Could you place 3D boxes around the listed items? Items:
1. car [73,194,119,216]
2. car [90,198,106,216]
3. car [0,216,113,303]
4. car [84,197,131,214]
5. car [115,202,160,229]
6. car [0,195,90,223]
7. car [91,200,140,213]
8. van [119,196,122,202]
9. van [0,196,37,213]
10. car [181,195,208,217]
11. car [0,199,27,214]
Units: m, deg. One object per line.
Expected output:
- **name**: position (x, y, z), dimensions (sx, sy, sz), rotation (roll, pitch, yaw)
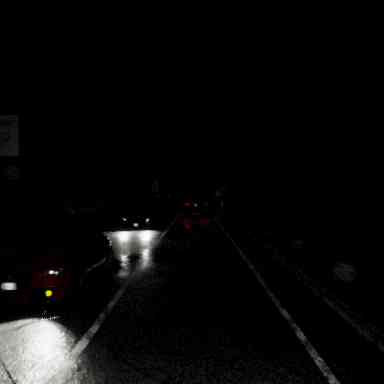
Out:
- **car**: position (-9.222, 1.170, 27.095), dimensions (5.566, 2.045, 2.435), rotation (0, -1, 0)
- **car**: position (-9.205, 1.377, 24.173), dimensions (5.008, 1.535, 2.097), rotation (0, -1, 0)
- **car**: position (-3.268, 1.494, 7.955), dimensions (1.994, 1.385, 4.181), rotation (0, 0, 0)
- **car**: position (-9.167, 1.497, 36.319), dimensions (4.553, 1.767, 2.185), rotation (0, -2, 0)
- **car**: position (-3.113, 1.468, 21.252), dimensions (2.033, 1.411, 5.357), rotation (0, 0, 1)
- **car**: position (-9.239, 1.206, 21.140), dimensions (4.553, 1.767, 2.185), rotation (0, -1, 0)
- **car**: position (-8.931, 1.701, 39.231), dimensions (5.366, 1.575, 1.946), rotation (0, -2, 0)
- **van**: position (-9.273, 1.324, 33.286), dimensions (4.442, 1.987, 1.878), rotation (0, -1, 0)
- **van**: position (-21.261, 1.476, 39.972), dimensions (4.442, 1.987, 1.878), rotation (0, -2, 0)
- **car**: position (0.352, 1.287, 31.643), dimensions (2.150, 2.045, 5.566), rotation (0, -1, 1)
- **car**: position (-21.583, 1.620, 37.175), dimensions (5.366, 1.575, 1.946), rotation (0, -2, 0)
